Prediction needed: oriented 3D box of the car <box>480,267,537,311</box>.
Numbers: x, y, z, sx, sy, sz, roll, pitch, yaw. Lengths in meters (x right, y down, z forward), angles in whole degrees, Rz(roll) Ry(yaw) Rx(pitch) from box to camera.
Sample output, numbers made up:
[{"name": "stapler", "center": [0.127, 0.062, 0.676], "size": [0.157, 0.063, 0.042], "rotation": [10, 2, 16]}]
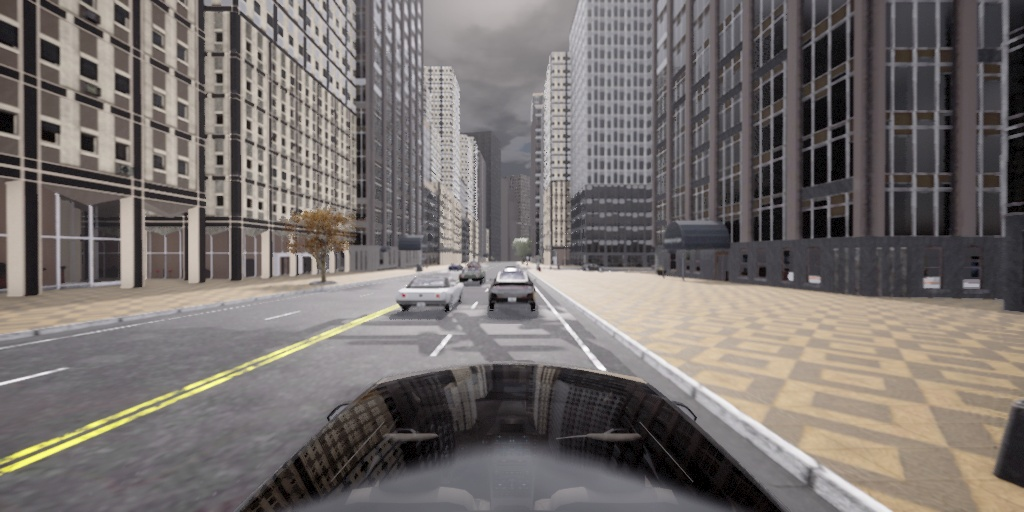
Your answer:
[{"name": "car", "center": [0.029, 1.375, 15.335], "size": [2.128, 1.511, 4.902], "rotation": [0, 0, 1]}]

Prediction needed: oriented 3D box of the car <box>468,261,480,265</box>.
[{"name": "car", "center": [-6.501, 1.680, 61.457], "size": [2.097, 1.767, 4.553], "rotation": [0, 0, 0]}]

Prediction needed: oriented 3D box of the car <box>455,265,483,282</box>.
[{"name": "car", "center": [-3.221, 1.626, 30.078], "size": [1.895, 1.301, 4.718], "rotation": [0, -1, 1]}]

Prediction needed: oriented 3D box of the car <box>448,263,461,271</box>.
[{"name": "car", "center": [-9.747, 1.932, 61.625], "size": [1.895, 1.301, 4.718], "rotation": [0, -1, 0]}]

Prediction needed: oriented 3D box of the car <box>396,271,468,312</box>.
[{"name": "car", "center": [-3.226, 1.481, 15.077], "size": [1.895, 1.301, 4.718], "rotation": [0, -1, 1]}]
